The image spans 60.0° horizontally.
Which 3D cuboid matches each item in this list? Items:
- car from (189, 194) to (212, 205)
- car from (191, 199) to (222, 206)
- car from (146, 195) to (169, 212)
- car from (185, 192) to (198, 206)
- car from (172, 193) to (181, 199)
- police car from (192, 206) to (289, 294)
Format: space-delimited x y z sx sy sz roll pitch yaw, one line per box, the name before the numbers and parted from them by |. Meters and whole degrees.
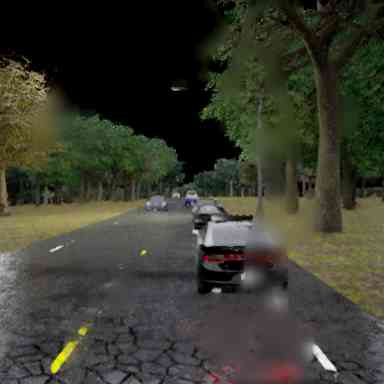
car | 1.044 1.239 24.722 2.097 1.767 4.553 0 0 0
car | 1.046 1.400 18.752 1.882 1.535 5.008 0 0 0
car | -3.603 1.169 35.240 2.097 1.767 4.553 0 0 0
car | 0.025 1.199 47.071 1.882 1.535 5.008 0 1 1
car | -3.518 0.867 76.017 1.812 1.442 4.674 0 0 0
police car | 1.048 1.394 8.859 1.930 1.638 5.238 0 0 0
